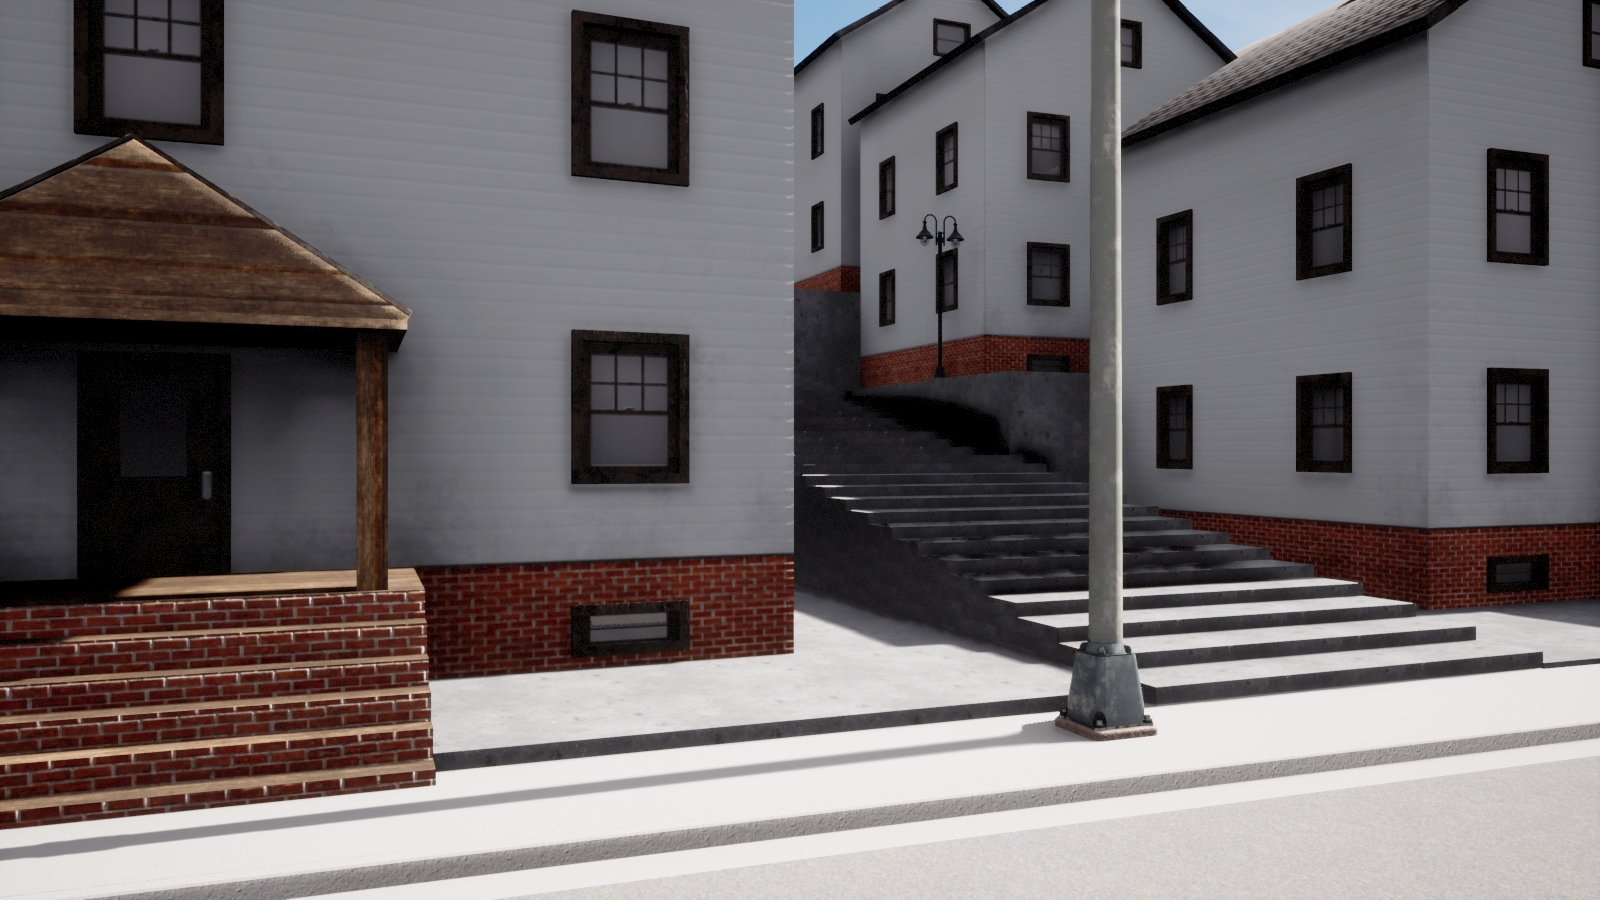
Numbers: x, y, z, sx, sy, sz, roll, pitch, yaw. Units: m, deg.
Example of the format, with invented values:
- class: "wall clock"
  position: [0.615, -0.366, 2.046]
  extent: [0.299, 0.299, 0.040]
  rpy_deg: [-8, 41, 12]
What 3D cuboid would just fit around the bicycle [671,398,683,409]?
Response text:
- class: "bicycle"
  position: [-15.522, -5.843, 144.006]
  extent: [1.487, 1.301, 0.859]
  rpy_deg: [0, 3, -5]
